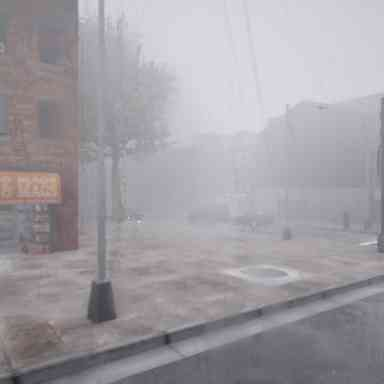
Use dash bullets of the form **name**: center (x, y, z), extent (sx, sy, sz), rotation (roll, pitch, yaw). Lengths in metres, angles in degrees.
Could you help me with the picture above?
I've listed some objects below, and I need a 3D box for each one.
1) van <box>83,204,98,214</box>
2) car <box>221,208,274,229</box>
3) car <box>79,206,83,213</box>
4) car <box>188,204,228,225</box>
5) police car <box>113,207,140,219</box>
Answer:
- **van**: center (-17.608, 3.012, 59.600), extent (1.690, 1.788, 3.998), rotation (-2, 0, -35)
- **car**: center (4.872, 2.256, 28.051), extent (2.008, 1.369, 4.403), rotation (-2, 0, -35)
- **car**: center (-20.910, 3.341, 64.244), extent (1.752, 1.417, 4.829), rotation (-2, 0, -35)
- **car**: center (1.654, 2.156, 32.558), extent (2.192, 1.841, 5.009), rotation (-2, 0, -35)
- **police car**: center (-8.266, 2.680, 41.982), extent (2.038, 1.542, 4.974), rotation (0, -1, -35)
